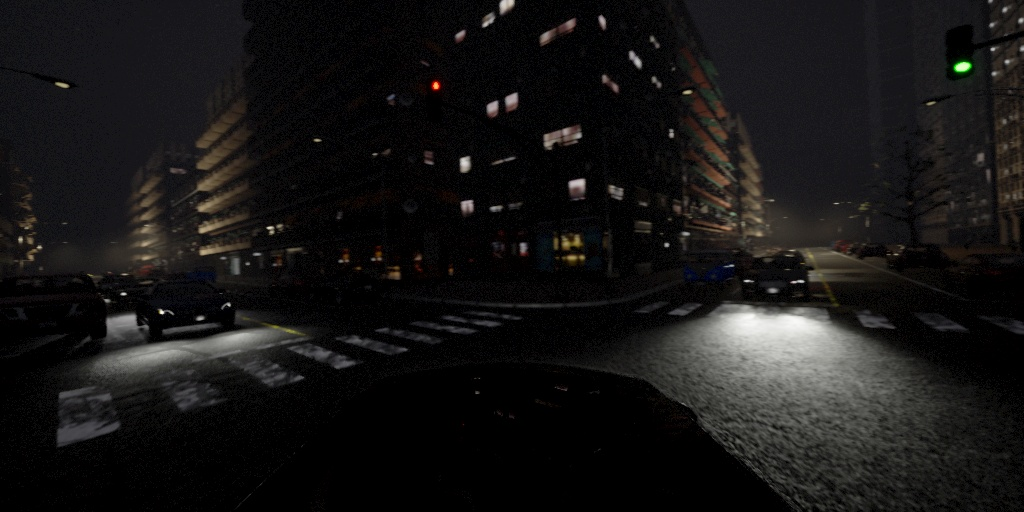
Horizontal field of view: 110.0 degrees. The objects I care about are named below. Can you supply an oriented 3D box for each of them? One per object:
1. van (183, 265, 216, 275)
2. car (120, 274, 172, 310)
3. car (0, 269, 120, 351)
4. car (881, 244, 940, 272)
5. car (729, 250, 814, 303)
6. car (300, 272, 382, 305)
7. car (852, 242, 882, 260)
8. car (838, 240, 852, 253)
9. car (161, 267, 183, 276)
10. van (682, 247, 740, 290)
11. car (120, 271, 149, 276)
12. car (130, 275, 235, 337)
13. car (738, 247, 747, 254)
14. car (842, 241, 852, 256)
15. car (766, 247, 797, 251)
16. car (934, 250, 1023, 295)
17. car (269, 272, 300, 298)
[{"bbox_3d":[-29.508,1.783,34.056,3.998,1.789,1.690,0,0,39],"label":"van"},{"bbox_3d":[-18.260,1.785,17.623,4.718,1.301,1.895,-2,0,39],"label":"car"},{"bbox_3d":[-13.023,1.379,10.137,5.009,1.841,2.192,0,0,39],"label":"car"},{"bbox_3d":[22.904,0.034,20.372,1.967,1.591,4.097,0,0,39],"label":"car"},{"bbox_3d":[9.736,0.742,13.205,2.128,1.511,4.902,-3,0,39],"label":"car"},{"bbox_3d":[-7.761,1.422,16.657,4.313,1.339,1.948,0,0,39],"label":"car"},{"bbox_3d":[33.343,-0.502,33.245,1.967,1.591,4.097,0,0,39],"label":"car"},{"bbox_3d":[43.782,-0.927,46.119,1.888,1.381,4.507,0,0,39],"label":"car"},{"bbox_3d":[-38.205,2.221,41.015,4.507,1.381,1.888,0,0,39],"label":"car"},{"bbox_3d":[9.446,0.590,17.072,1.690,1.789,3.998,0,0,39],"label":"van"},{"bbox_3d":[-26.555,1.955,24.270,5.357,1.411,2.033,-2,0,39],"label":"car"},{"bbox_3d":[-10.507,1.502,11.443,4.674,1.442,1.812,-2,0,39],"label":"car"},{"bbox_3d":[12.925,0.384,21.364,2.192,1.841,5.009,0,0,39],"label":"car"},{"bbox_3d":[40.302,-0.745,41.828,2.007,1.370,4.403,0,0,39],"label":"car"},{"bbox_3d":[18.979,0.316,24.602,2.033,1.411,5.357,-3,0,39],"label":"car"},{"bbox_3d":[15.945,0.536,11.789,1.802,1.307,4.207,0,0,39],"label":"car"},{"bbox_3d":[-12.110,1.555,20.137,4.207,1.307,1.802,0,0,39],"label":"car"}]
